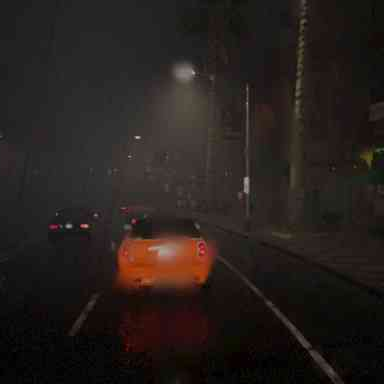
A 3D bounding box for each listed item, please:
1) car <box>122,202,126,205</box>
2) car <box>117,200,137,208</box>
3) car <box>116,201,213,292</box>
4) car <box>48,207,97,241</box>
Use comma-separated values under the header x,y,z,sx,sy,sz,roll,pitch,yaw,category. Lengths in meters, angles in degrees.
x,y,z,sx,sy,sz,roll,pitch,yaw,category
-2.771,1.479,18.703,1.895,1.301,4.718,0,0,-14,car
-5.168,1.347,27.591,1.812,1.442,4.674,0,0,-15,car
-0.796,1.294,9.055,2.097,1.767,4.553,0,1,-7,car
-5.687,1.443,16.130,2.033,1.411,5.357,0,0,-14,car
